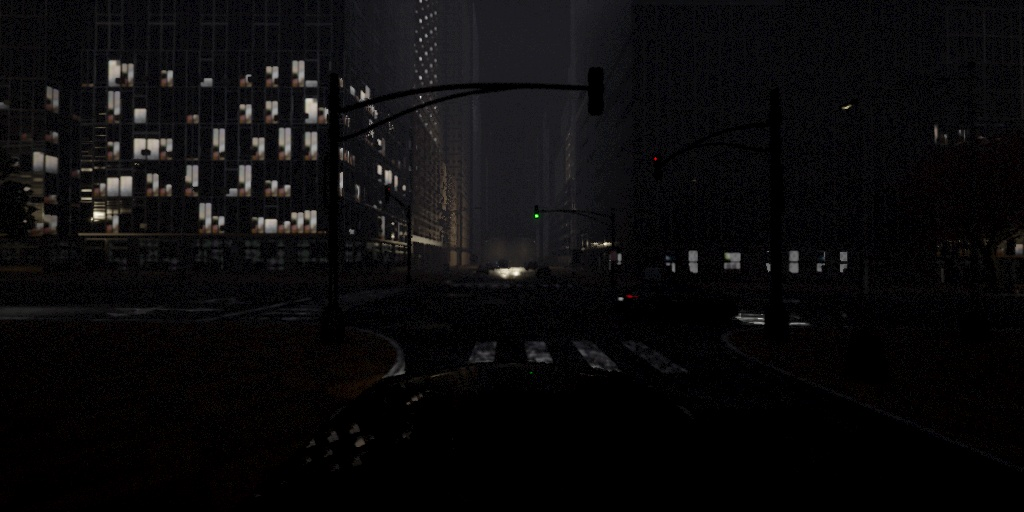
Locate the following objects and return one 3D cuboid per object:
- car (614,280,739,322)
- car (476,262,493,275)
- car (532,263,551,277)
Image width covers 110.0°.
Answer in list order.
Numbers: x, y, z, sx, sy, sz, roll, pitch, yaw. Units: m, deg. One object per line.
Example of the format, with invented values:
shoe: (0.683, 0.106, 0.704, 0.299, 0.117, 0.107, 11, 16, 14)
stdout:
car: (5.997, 1.589, 13.311, 4.181, 1.385, 1.994, 1, -1, -3)
car: (-4.083, 1.942, 50.253, 1.802, 1.307, 4.207, 0, 0, 0)
car: (3.877, 1.861, 44.770, 1.948, 1.339, 4.313, 0, 0, 0)
